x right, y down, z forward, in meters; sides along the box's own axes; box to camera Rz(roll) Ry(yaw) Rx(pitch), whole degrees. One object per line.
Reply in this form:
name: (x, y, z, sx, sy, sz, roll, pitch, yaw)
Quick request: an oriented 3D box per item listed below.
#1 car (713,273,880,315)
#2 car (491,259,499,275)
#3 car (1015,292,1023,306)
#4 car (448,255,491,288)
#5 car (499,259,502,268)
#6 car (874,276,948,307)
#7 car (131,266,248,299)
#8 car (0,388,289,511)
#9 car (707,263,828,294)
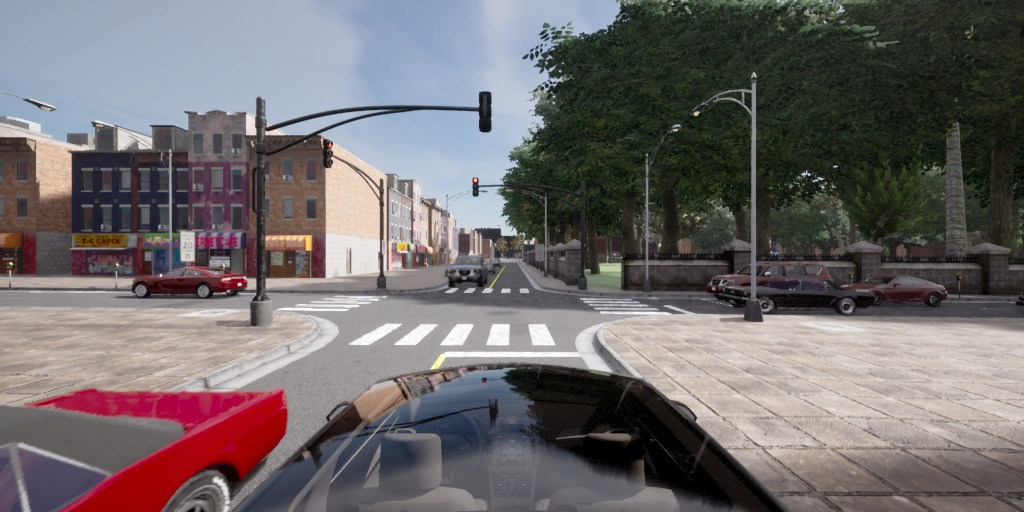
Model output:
car: (10.765, 1.487, 13.861, 4.718, 1.301, 1.895, 1, 0, 2)
car: (-2.848, 1.312, 39.820, 1.994, 1.385, 4.181, 0, 0, 0)
car: (23.117, 1.578, 13.770, 5.357, 1.411, 2.033, 1, 0, 0)
car: (-2.853, 0.976, 24.214, 2.150, 2.045, 5.566, 0, 0, 0)
car: (-2.772, 1.233, 61.470, 1.837, 1.490, 4.892, 0, 0, 0)
car: (17.159, 1.538, 16.331, 4.207, 1.307, 1.802, 0, 0, 0)
car: (-14.717, 1.153, 16.439, 4.507, 1.381, 1.888, 0, 0, 0)
car: (-2.849, 1.351, 0.833, 1.895, 1.301, 4.718, 0, 0, 0)
car: (11.711, 1.207, 16.349, 5.009, 1.841, 2.192, 0, 0, 0)
